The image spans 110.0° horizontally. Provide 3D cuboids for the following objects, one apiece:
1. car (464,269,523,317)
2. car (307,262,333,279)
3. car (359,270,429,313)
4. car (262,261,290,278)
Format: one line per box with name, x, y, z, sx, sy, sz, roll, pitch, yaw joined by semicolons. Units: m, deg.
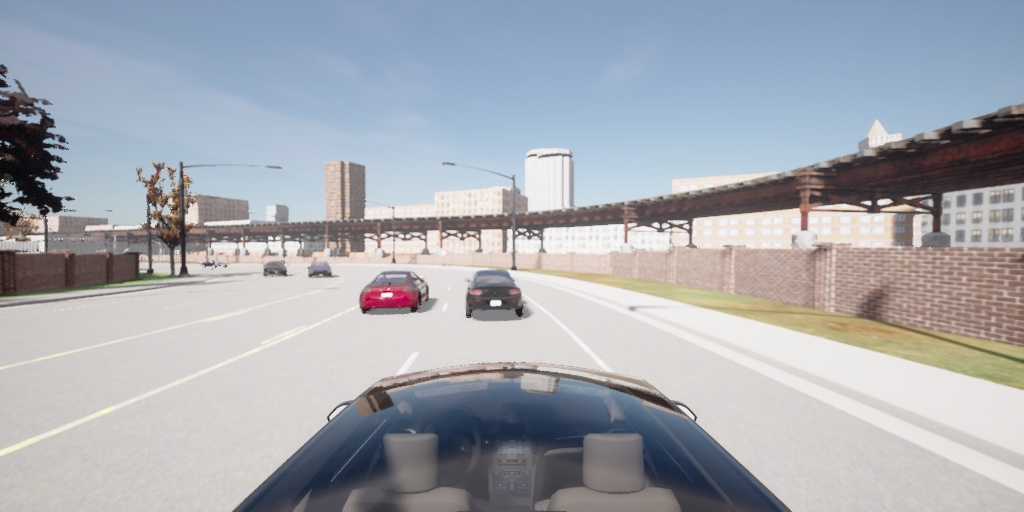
car;-0.713;1.194;12.738;1.812;1.442;4.674;0;0;-6
car;-17.297;1.209;32.395;2.033;1.411;5.357;-1;0;-29
car;-4.381;1.241;13.813;1.994;1.385;4.181;0;0;-7
car;-22.812;1.230;34.641;1.837;1.490;4.892;-1;0;-35
